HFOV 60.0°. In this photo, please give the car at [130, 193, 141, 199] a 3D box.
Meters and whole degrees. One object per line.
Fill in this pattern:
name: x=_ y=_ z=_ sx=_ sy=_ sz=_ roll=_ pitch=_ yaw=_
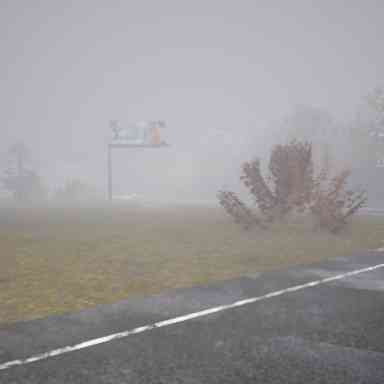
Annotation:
car: x=-14.755 y=0.990 z=86.329 sx=1.812 sy=1.442 sz=4.674 roll=0 pitch=0 yaw=-27
